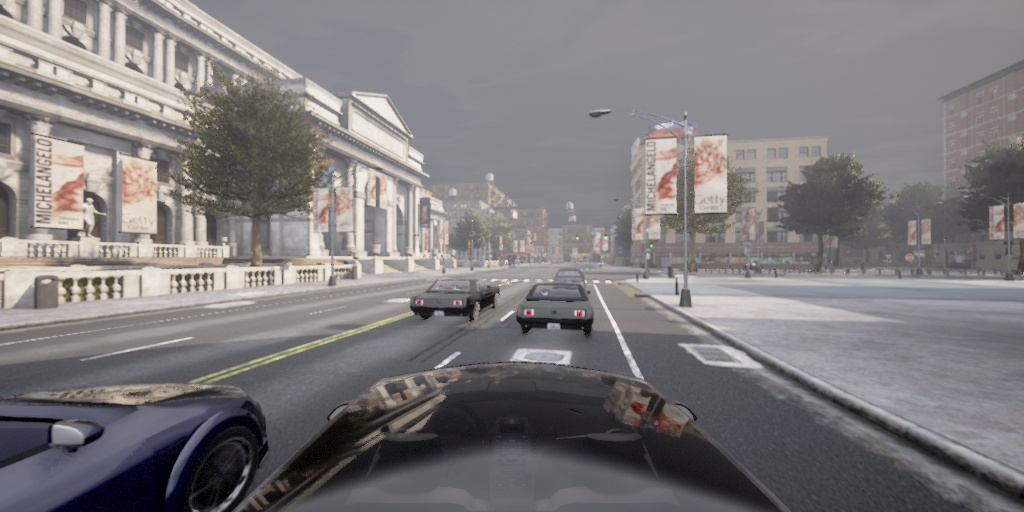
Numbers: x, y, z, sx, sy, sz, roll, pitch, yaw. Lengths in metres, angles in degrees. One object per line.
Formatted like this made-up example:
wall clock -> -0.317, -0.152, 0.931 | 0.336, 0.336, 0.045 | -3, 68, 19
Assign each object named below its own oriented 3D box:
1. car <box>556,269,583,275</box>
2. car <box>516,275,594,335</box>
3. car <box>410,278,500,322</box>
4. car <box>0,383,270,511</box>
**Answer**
car -> 3.372, 1.446, 21.011 | 2.033, 1.411, 5.357 | 0, 0, 11
car -> 1.415, 1.421, 10.819 | 1.895, 1.301, 4.718 | 0, 0, 10
car -> -1.753, 1.432, 12.820 | 1.895, 1.301, 4.718 | 0, 0, 10
car -> -3.146, 1.308, 1.475 | 1.994, 1.385, 4.181 | 0, 0, 0
